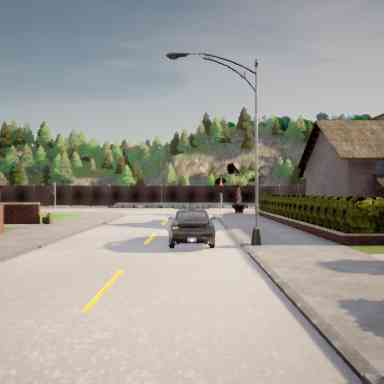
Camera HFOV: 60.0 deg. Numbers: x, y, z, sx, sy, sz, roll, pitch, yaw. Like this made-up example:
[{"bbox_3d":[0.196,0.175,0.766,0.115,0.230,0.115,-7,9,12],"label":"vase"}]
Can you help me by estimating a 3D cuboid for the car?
[{"bbox_3d":[0.000,1.514,14.650,1.837,1.490,4.892,0,0,0],"label":"car"}]
